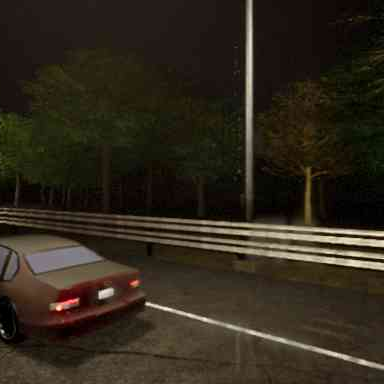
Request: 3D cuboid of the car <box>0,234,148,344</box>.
[{"bbox_3d":[-3.291,1.551,6.436,5.357,1.411,2.033,0,0,37],"label":"car"}]
